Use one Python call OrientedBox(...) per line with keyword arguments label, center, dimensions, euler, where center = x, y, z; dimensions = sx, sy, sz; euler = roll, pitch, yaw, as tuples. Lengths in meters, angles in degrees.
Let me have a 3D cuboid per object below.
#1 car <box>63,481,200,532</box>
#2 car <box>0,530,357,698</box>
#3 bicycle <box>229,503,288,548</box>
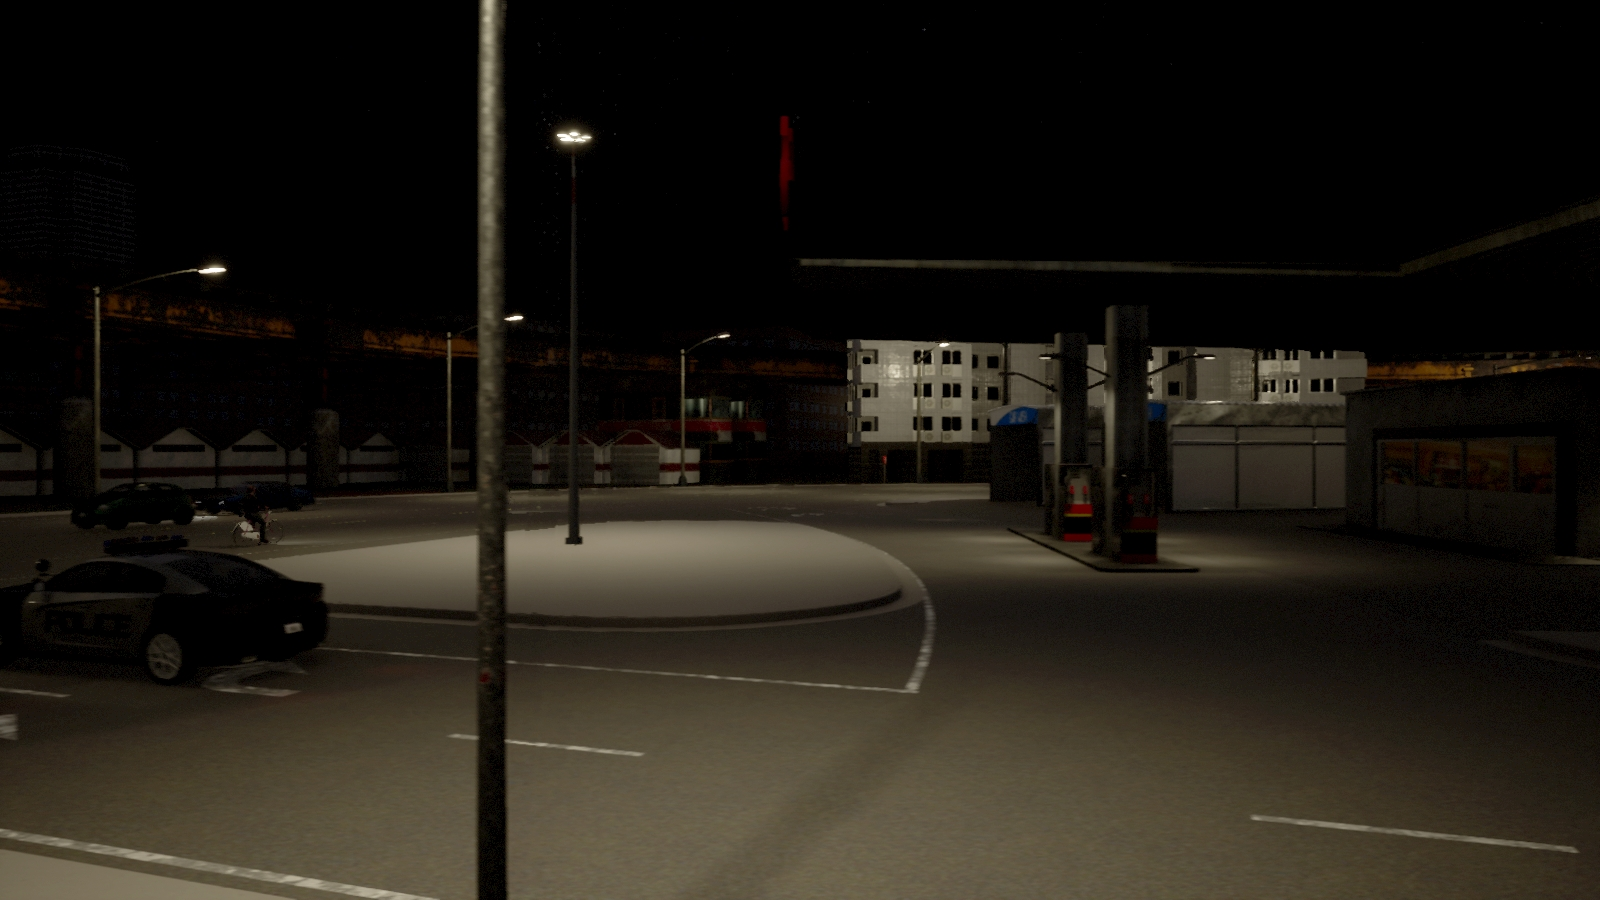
OrientedBox(label="car", center=(-24.091, 2.000, 41.333), dimensions=(1.851, 1.617, 3.988), euler=(0, 0, 21))
OrientedBox(label="car", center=(-8.599, 1.983, 14.808), dimensions=(5.238, 1.638, 2.097), euler=(0, 0, 20))
OrientedBox(label="bicycle", center=(-15.812, 2.198, 33.410), dimensions=(0.329, 1.196, 1.835), euler=(0, 0, 20))
